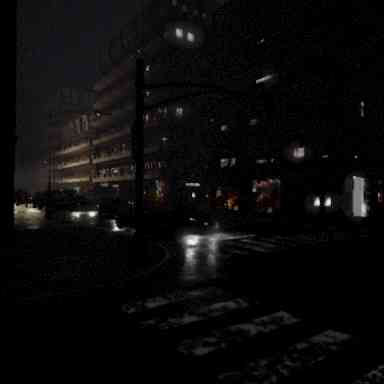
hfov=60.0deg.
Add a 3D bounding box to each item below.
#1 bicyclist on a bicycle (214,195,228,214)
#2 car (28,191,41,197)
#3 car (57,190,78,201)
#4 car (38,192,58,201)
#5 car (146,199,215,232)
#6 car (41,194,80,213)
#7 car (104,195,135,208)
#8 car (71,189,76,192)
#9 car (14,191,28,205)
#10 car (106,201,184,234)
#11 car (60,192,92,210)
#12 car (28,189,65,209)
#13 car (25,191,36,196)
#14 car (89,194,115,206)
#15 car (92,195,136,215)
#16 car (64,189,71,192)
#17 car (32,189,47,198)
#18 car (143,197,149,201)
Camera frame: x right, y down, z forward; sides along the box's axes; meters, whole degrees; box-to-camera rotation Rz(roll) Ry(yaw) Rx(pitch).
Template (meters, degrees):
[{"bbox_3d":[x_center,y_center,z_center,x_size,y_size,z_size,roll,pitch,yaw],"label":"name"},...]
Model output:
[{"bbox_3d":[2.595,1.131,29.859,1.656,1.620,0.582,0,1,-36],"label":"bicyclist on a bicycle"},{"bbox_3d":[-38.438,0.479,81.273,2.008,1.369,4.403,1,0,-36],"label":"car"},{"bbox_3d":[-22.057,0.613,58.762,2.192,1.841,5.009,1,0,-36],"label":"car"},{"bbox_3d":[-25.865,0.733,59.578,2.128,1.511,4.902,0,0,-36],"label":"car"},{"bbox_3d":[-0.641,1.384,19.483,1.812,1.442,4.674,0,1,-37],"label":"car"},{"bbox_3d":[-12.484,1.159,31.347,1.887,1.381,4.507,1,0,-36],"label":"car"},{"bbox_3d":[-8.962,1.148,40.752,2.008,1.369,4.403,1,0,-36],"label":"car"},{"bbox_3d":[-19.010,0.620,50.147,2.150,2.045,5.566,0,1,-36],"label":"car"},{"bbox_3d":[-22.208,0.916,44.716,1.752,1.417,4.829,1,0,-36],"label":"car"},{"bbox_3d":[-2.659,1.393,17.840,2.008,1.369,4.403,2,0,-36],"label":"car"},{"bbox_3d":[-12.018,1.073,35.100,1.882,1.535,5.008,0,1,-36],"label":"car"},{"bbox_3d":[-15.753,0.854,35.850,2.192,1.841,5.009,1,0,-36],"label":"car"},{"bbox_3d":[-41.713,0.421,85.775,1.947,1.339,4.313,1,0,-36],"label":"car"},{"bbox_3d":[-12.337,1.045,45.392,1.752,1.417,4.829,1,0,-36],"label":"car"},{"bbox_3d":[-6.136,1.236,27.007,1.837,1.490,4.892,0,1,-36],"label":"car"},{"bbox_3d":[-18.117,0.676,43.559,2.150,2.045,5.566,0,0,-36],"label":"car"},{"bbox_3d":[-35.157,0.317,76.770,2.192,1.841,5.009,1,0,-36],"label":"car"},{"bbox_3d":[-5.688,1.224,36.250,2.008,1.369,4.403,1,0,-36],"label":"car"}]
